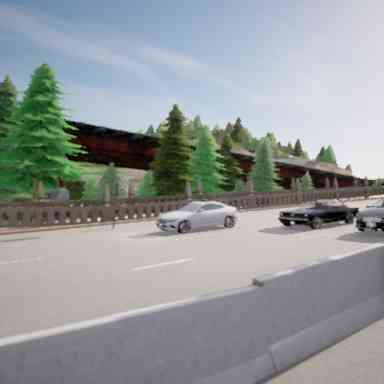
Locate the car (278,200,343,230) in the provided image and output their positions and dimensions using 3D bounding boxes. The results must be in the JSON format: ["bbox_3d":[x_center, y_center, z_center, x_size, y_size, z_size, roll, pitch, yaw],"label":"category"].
[{"bbox_3d":[6.643,1.101,17.325,4.718,1.301,1.895,-2,1,-35],"label":"car"}]

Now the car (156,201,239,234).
[{"bbox_3d":[0.394,1.206,17.168,4.674,1.442,1.812,-3,1,-35],"label":"car"}]

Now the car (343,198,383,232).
[{"bbox_3d":[9.220,0.968,14.863,4.902,1.511,2.128,-2,1,-35],"label":"car"}]
